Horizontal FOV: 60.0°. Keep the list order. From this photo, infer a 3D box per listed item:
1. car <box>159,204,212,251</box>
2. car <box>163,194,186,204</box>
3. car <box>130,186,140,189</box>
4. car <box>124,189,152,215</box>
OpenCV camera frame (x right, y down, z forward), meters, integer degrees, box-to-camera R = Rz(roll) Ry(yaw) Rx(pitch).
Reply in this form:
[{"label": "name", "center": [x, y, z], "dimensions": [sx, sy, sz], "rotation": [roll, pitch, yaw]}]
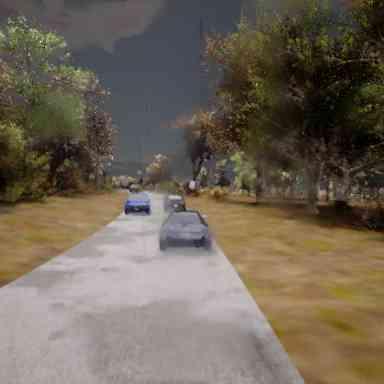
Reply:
[{"label": "car", "center": [-0.302, 1.431, 13.726], "dimensions": [1.994, 1.385, 4.181], "rotation": [1, 2, -2]}, {"label": "car", "center": [-1.577, 0.871, 29.533], "dimensions": [1.812, 1.442, 4.674], "rotation": [1, 2, -6]}, {"label": "car", "center": [-11.567, -0.590, 67.140], "dimensions": [2.033, 1.411, 5.357], "rotation": [2, 1, -14]}, {"label": "car", "center": [-4.172, 0.874, 26.147], "dimensions": [1.882, 1.535, 5.008], "rotation": [2, 2, -6]}]
